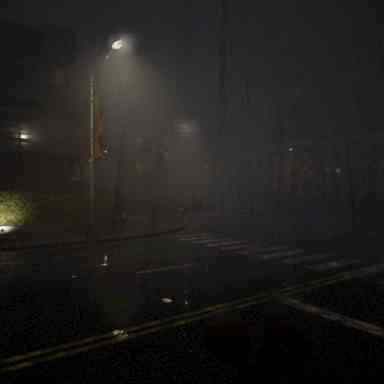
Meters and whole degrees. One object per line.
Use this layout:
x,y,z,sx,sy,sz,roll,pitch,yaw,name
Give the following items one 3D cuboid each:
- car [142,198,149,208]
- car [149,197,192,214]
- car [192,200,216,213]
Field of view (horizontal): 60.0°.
-5.086,1.490,45.146,2.128,1.511,4.902,0,0,-34,car
-2.363,1.525,35.024,1.812,1.442,4.674,0,0,-35,car
0.720,1.563,36.722,1.994,1.385,4.181,0,0,-35,car
